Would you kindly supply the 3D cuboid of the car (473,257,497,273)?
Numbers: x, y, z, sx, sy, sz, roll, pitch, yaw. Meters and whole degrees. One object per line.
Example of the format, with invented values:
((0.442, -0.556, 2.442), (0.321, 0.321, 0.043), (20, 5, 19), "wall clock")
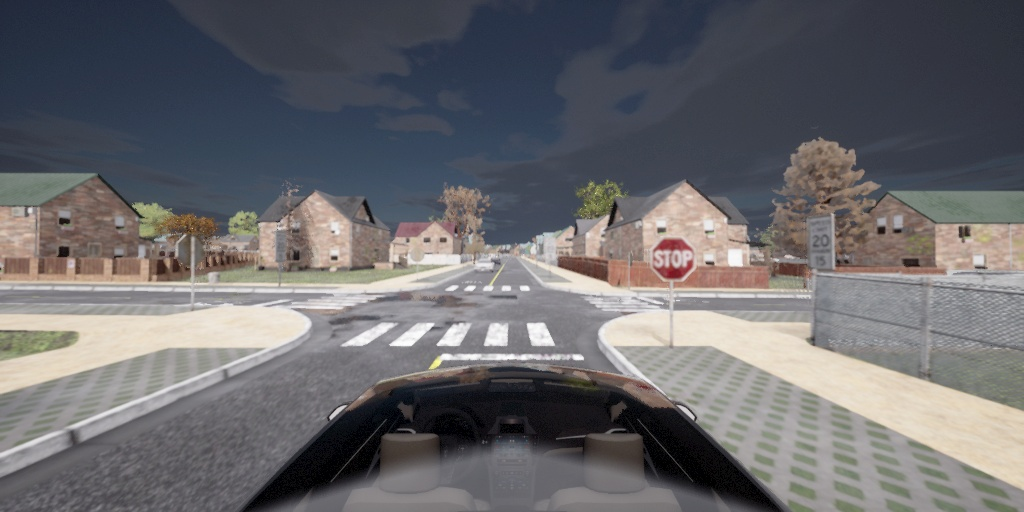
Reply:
((-2.840, 1.014, 37.452), (1.812, 1.442, 4.674), (0, 0, 0), "car")

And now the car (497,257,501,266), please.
((-2.762, 0.866, 60.258), (2.033, 1.411, 5.357), (0, 0, 0), "car")

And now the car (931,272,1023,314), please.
((18.809, 1.361, 13.699), (4.902, 1.511, 2.128), (1, -1, 0), "car")
